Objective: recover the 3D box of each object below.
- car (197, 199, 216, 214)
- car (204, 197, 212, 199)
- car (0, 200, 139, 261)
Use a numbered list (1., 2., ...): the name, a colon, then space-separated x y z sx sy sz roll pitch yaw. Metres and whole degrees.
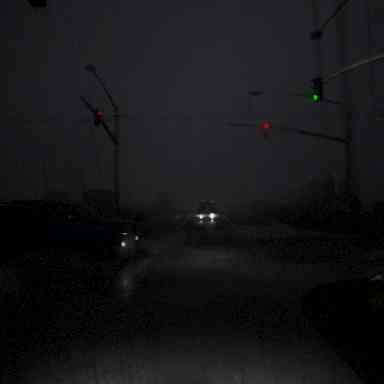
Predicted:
1. car: 1.663 1.765 37.843 1.994 1.385 4.181 0 0 3
2. car: 2.895 1.700 61.667 2.097 1.767 4.553 0 0 3
3. car: -4.782 1.318 12.148 5.566 2.045 2.150 0 0 2
